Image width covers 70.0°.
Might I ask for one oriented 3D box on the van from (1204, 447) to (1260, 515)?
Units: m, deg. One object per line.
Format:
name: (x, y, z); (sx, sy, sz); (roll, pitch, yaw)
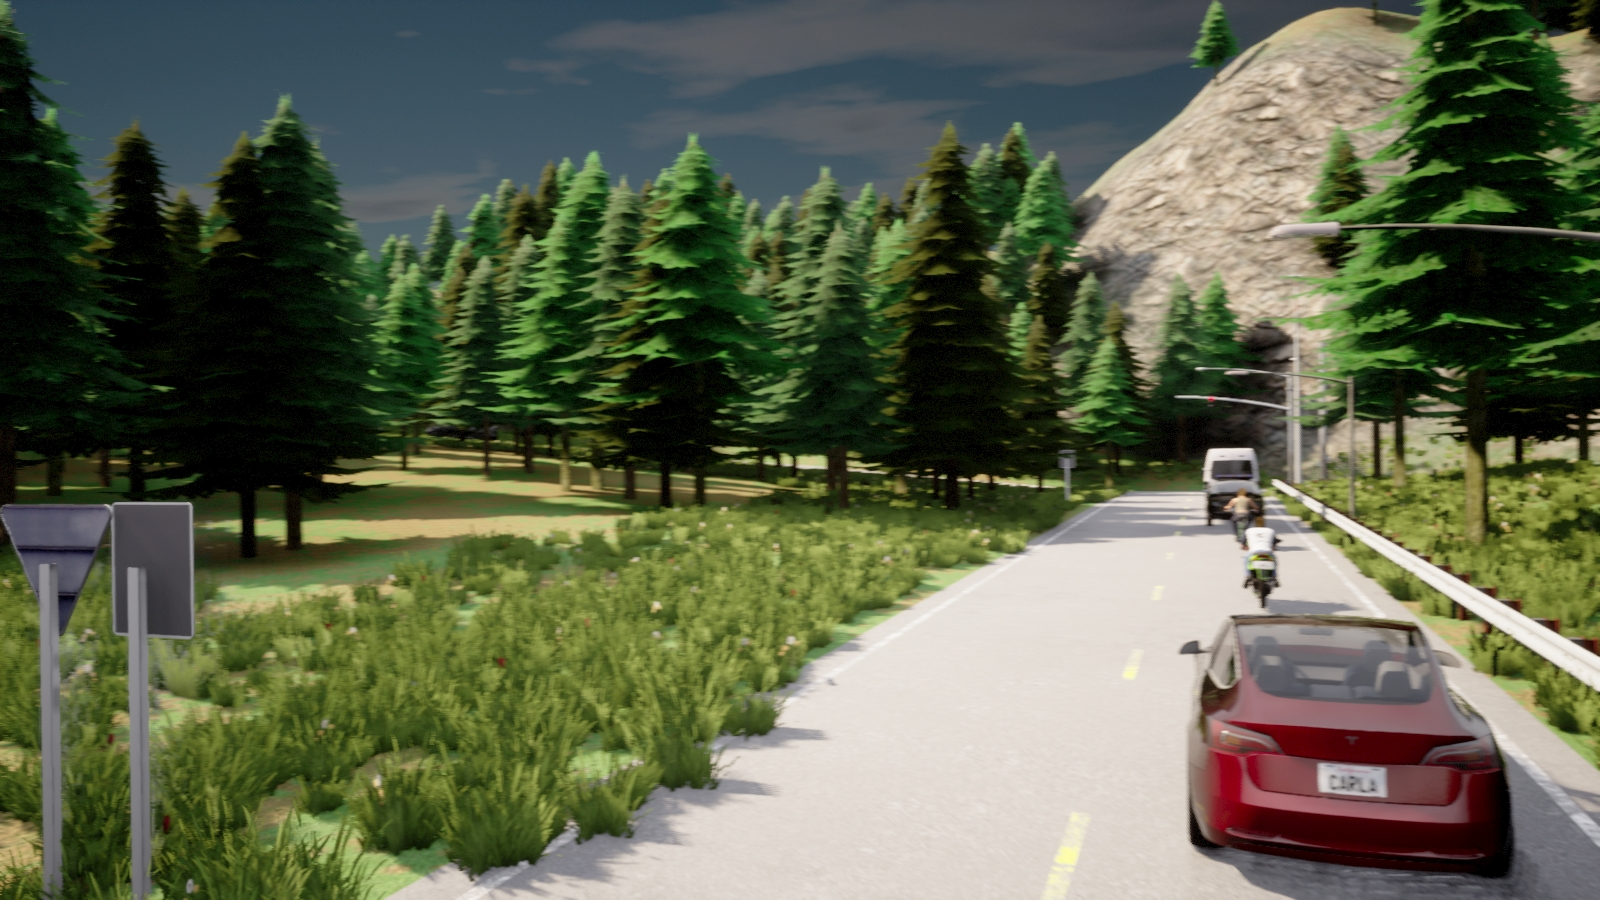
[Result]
van: (17.471, 1.184, 46.376); (1.988, 2.561, 5.915); (-1, 0, 20)

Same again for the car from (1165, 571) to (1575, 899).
car: (4.127, 1.973, 8.991); (2.163, 1.488, 4.792); (-1, 0, 20)

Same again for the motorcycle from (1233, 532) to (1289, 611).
motorcycle: (7.875, 2.049, 19.589); (0.803, 1.145, 2.033); (-1, 0, 20)

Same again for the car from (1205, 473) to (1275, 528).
car: (15.089, 1.679, 39.354); (2.097, 1.638, 5.238); (-1, 0, 20)
